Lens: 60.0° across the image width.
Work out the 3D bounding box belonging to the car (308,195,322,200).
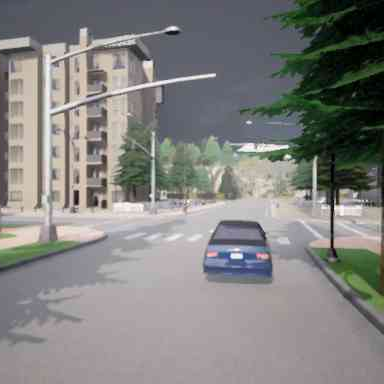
[{"bbox_3d":[32.671,1.703,88.274,1.845,1.501,3.633,0,0,13],"label":"car"}]

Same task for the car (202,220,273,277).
[{"bbox_3d":[1.454,1.578,10.385,2.033,1.411,5.357,0,0,9],"label":"car"}]
